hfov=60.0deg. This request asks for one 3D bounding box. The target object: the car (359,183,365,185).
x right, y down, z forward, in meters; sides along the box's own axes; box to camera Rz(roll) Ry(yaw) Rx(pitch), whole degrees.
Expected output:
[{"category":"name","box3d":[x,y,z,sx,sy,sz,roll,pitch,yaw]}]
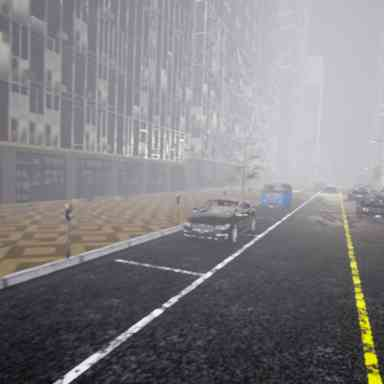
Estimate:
[{"category":"car","box3d":[29.423,-0.445,55.604,1.887,1.381,4.507,4,4,24]}]

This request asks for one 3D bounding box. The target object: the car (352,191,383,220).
[{"category":"car","box3d":[10.732,0.916,19.572,1.895,1.301,4.718,4,4,24]}]

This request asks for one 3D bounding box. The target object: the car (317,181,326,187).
[{"category":"car","box3d":[33.187,-1.990,85.001,1.887,1.381,4.507,4,4,24]}]

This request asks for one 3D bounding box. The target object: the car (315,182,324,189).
[{"category":"car","box3d":[28.613,-1.530,74.585,1.802,1.307,4.206,4,4,24]}]

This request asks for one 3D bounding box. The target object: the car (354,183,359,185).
[{"category":"car","box3d":[36.279,-1.054,71.232,1.947,1.339,4.313,4,4,24]}]

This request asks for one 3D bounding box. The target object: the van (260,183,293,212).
[{"category":"van","box3d":[5.764,0.296,22.476,1.690,1.788,3.998,4,4,24]}]

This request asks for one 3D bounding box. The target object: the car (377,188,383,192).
[{"category":"car","box3d":[17.998,0.479,29.551,1.967,1.590,4.097,4,4,24]}]

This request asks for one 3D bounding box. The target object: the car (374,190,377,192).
[{"category":"car","box3d":[20.283,0.275,34.761,1.967,1.590,4.097,4,4,24]}]

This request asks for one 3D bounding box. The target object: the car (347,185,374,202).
[{"category":"car","box3d":[17.307,0.295,34.523,1.994,1.385,4.181,4,4,24]}]

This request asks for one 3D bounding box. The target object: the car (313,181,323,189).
[{"category":"car","box3d":[26.329,-1.356,69.373,1.887,1.381,4.507,4,4,24]}]

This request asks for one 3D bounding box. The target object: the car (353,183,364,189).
[{"category":"car","box3d":[40.851,-1.477,81.649,1.947,1.339,4.313,4,4,24]}]

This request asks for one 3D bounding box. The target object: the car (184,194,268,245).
[{"category":"car","box3d":[1.184,0.906,12.068,2.008,1.369,4.403,4,3,24]}]

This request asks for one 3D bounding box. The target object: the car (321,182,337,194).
[{"category":"car","box3d":[21.949,-0.518,52.722,1.895,1.301,4.718,4,4,24]}]
